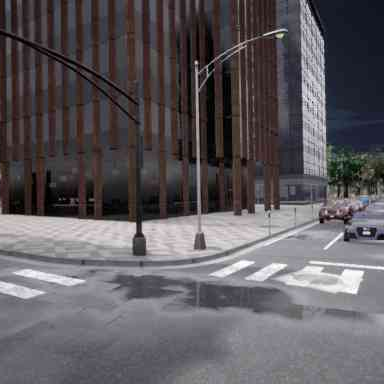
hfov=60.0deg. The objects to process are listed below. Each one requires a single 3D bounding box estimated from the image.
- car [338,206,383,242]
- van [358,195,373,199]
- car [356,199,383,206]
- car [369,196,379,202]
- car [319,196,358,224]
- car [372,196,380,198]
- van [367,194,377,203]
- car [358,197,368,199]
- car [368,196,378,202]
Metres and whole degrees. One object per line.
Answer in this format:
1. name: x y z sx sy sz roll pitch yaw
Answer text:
1. car: 8.581 1.596 16.108 1.994 1.385 4.181 -1 -1 31
2. van: 25.098 1.436 48.908 1.690 1.788 3.998 -1 -1 31
3. car: 13.225 1.511 23.848 1.882 1.535 5.008 -1 -1 31
4. car: 44.650 1.682 81.565 1.947 1.339 4.313 -1 -1 31
5. car: 11.135 1.403 25.579 2.192 1.841 5.009 -1 -1 31
6. car: 23.663 1.583 41.122 2.033 1.411 5.357 -1 -1 31
7. van: 39.061 1.449 72.236 1.690 1.788 3.998 -1 -1 31
8. car: 19.429 1.617 39.428 1.752 1.417 4.829 -1 -1 31
9. car: 41.769 1.637 76.754 1.752 1.417 4.829 -1 -1 31
